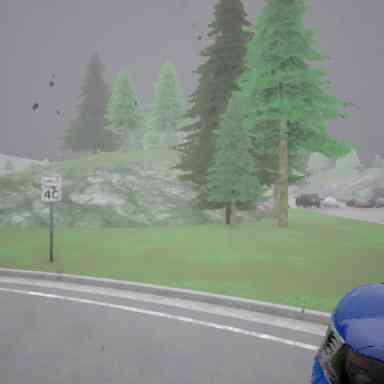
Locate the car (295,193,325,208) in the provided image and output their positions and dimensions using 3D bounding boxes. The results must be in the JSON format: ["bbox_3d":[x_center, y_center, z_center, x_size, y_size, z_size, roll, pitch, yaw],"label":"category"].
[{"bbox_3d":[16.327,1.221,47.069,2.150,2.045,5.566,0,0,2],"label":"car"}]

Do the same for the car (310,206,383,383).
[{"bbox_3d":[3.542,1.221,1.671,5.566,2.045,2.150,0,0,33],"label":"car"}]

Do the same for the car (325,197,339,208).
[{"bbox_3d":[19.882,1.525,48.765,1.812,1.442,4.674,0,0,2],"label":"car"}]

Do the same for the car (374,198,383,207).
[{"bbox_3d":[26.868,1.564,48.194,1.994,1.385,4.181,0,0,2],"label":"car"}]

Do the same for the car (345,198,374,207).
[{"bbox_3d":[23.327,1.564,46.964,1.994,1.385,4.181,0,0,2],"label":"car"}]
